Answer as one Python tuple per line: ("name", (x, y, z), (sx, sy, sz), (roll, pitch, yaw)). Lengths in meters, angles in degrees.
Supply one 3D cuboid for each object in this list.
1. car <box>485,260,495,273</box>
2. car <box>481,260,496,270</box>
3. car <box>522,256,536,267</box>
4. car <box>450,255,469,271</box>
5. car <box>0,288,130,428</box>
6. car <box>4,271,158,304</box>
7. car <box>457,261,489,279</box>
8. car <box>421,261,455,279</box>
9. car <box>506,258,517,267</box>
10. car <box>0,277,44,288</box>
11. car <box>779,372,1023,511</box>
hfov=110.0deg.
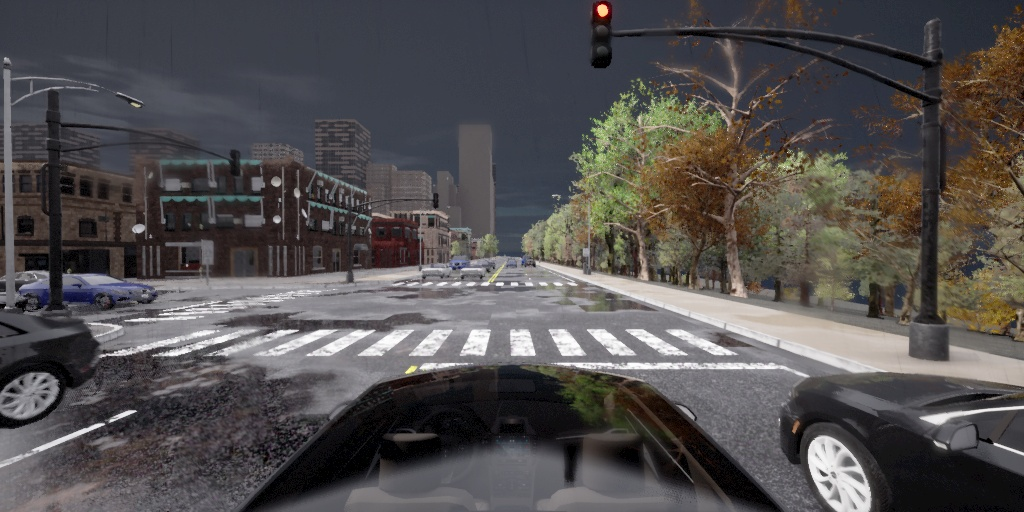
("car", (-3.453, 1.283, 42.745), (2.033, 1.411, 5.357), (0, 0, 0))
("car", (-3.472, 1.278, 53.923), (2.033, 1.411, 5.357), (0, 0, 0))
("car", (3.197, 1.231, 63.632), (1.837, 1.490, 4.892), (0, 0, 0))
("car", (-6.709, 0.954, 46.257), (2.150, 2.045, 5.566), (0, 0, 0))
("car", (-6.603, 1.254, 2.859), (1.837, 1.490, 4.892), (0, 0, 0))
("car", (-18.096, 1.475, 15.346), (4.674, 1.442, 1.812), (-1, 1, -1))
("car", (-3.426, 1.341, 32.059), (1.895, 1.301, 4.718), (0, 0, 0))
("car", (-6.684, 1.341, 32.030), (1.895, 1.301, 4.718), (0, 0, 0))
("car", (-0.053, 1.273, 63.930), (2.033, 1.411, 5.357), (0, 0, 0))
("car", (-19.974, 1.565, 12.606), (4.313, 1.339, 1.948), (0, 0, 0))
("car", (3.366, 1.255, 1.232), (1.837, 1.490, 4.892), (0, 0, -2))
